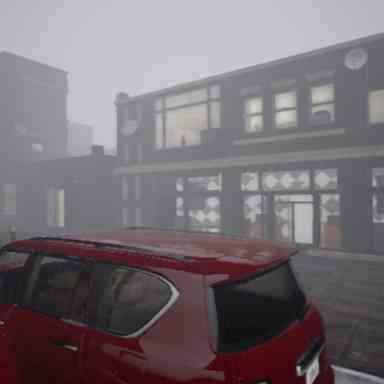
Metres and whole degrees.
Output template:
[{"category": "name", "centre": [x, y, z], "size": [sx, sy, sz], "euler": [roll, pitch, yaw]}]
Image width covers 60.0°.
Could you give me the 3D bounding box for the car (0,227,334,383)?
[{"category": "car", "centre": [-1.116, 1.336, 3.683], "size": [5.009, 1.841, 2.192], "euler": [0, -1, 36]}]
